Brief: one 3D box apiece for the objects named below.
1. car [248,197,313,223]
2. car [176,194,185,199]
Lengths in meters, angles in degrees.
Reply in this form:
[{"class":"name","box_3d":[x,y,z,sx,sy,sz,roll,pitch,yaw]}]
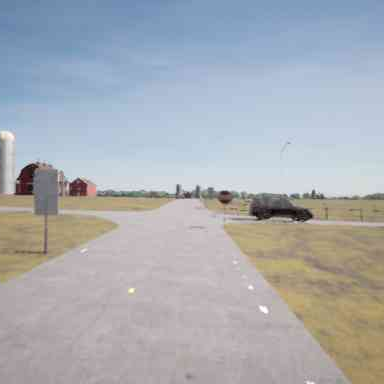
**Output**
[{"class":"car","box_3d":[7.823,1.576,29.650,5.566,2.045,2.150,2,-1,0]},{"class":"car","box_3d":[-2.786,1.083,81.484,1.994,1.385,4.181,0,0,0]}]
